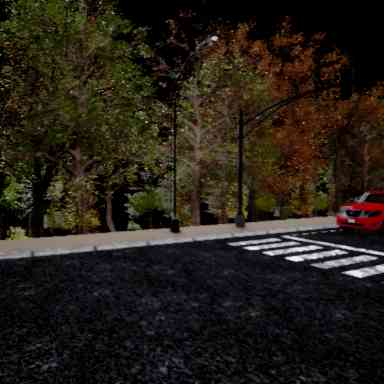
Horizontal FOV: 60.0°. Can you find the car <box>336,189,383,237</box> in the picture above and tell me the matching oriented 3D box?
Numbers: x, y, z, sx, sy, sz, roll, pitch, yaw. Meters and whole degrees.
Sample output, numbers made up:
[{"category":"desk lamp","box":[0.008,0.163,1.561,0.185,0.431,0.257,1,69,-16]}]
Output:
[{"category":"car","box":[9.524,0.901,16.186,5.566,2.045,2.150,-1,1,-29]}]
